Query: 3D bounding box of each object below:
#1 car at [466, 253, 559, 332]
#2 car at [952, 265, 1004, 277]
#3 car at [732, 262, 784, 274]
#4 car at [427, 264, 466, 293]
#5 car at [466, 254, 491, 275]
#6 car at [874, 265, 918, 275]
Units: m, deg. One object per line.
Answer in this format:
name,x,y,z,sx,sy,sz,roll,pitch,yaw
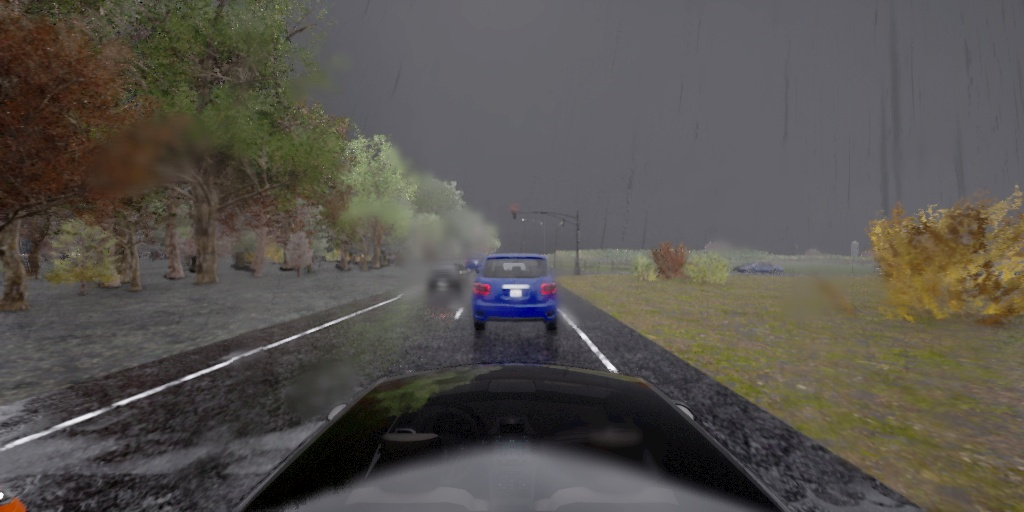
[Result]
car,0.098,0.927,10.884,2.150,2.045,5.566,0,0,0
car,51.019,1.656,39.939,5.357,1.411,2.033,1,-1,1
car,29.948,1.466,43.657,5.357,1.411,2.033,1,-1,0
car,-3.401,1.164,20.006,1.837,1.490,4.892,0,0,0
car,-3.403,0.796,37.517,2.150,2.045,5.566,0,1,0
car,46.962,1.596,43.540,4.902,1.511,2.128,1,-1,1
